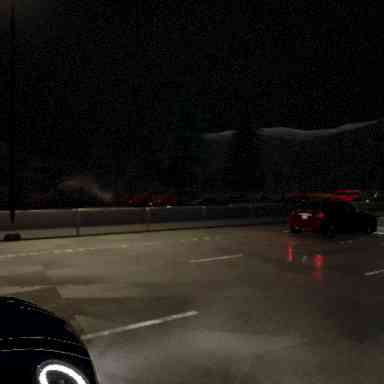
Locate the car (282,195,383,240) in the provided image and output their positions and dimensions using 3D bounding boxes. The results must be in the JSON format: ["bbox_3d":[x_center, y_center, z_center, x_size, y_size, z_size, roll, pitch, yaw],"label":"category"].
[{"bbox_3d":[6.928,1.177,16.209,4.553,1.767,2.097,0,1,-32],"label":"car"}]

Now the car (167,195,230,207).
[{"bbox_3d":[0.778,1.156,24.973,4.674,1.442,1.812,0,1,-32],"label":"car"}]

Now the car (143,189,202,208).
[{"bbox_3d":[-1.411,0.727,31.855,5.566,2.045,2.150,0,1,-32],"label":"car"}]

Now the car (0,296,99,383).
[{"bbox_3d":[-2.863,1.286,1.944,4.553,1.767,2.097,0,1,-32],"label":"car"}]

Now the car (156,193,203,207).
[{"bbox_3d":[-0.248,1.073,28.466,4.892,1.490,1.837,0,1,-32],"label":"car"}]

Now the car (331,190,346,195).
[{"bbox_3d":[18.170,0.823,39.709,5.566,2.045,2.150,0,1,-32],"label":"car"}]

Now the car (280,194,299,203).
[{"bbox_3d":[14.529,1.017,45.693,5.357,1.411,2.033,0,1,-32],"label":"car"}]

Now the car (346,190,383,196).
[{"bbox_3d":[19.963,0.869,36.705,5.566,2.045,2.150,0,1,-32],"label":"car"}]

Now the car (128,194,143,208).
[{"bbox_3d":[-3.779,0.662,34.505,5.566,2.045,2.150,0,1,-32],"label":"car"}]
